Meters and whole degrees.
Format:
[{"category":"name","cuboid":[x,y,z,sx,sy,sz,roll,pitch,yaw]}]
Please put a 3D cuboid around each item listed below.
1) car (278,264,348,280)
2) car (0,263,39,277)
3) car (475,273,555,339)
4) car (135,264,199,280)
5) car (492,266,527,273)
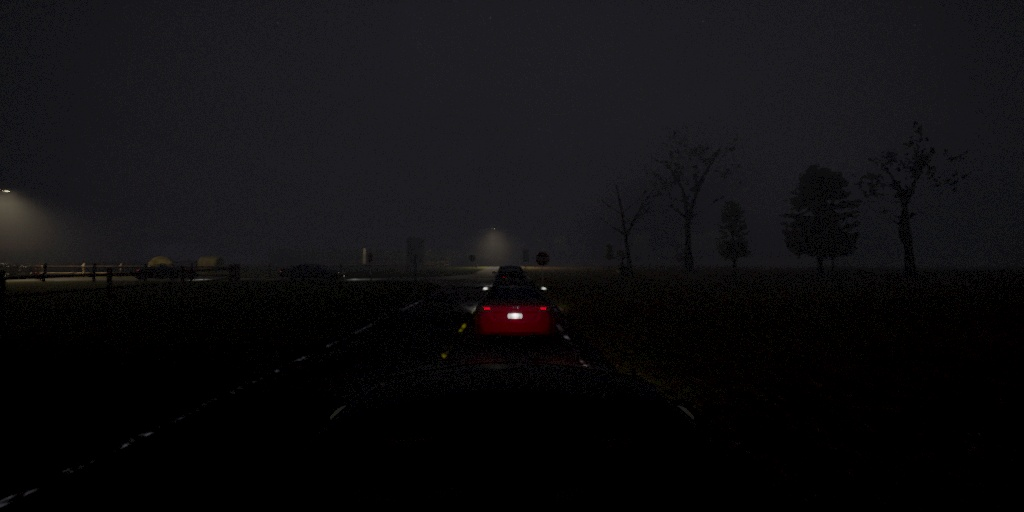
[{"category":"car","cuboid":[-17.563,1.392,31.749,5.357,1.411,2.033,0,-1,-1]},{"category":"car","cuboid":[-47.120,1.366,33.170,4.892,1.490,1.837,0,-1,-4]},{"category":"car","cuboid":[0.077,1.351,10.218,1.994,1.385,4.181,0,0,0]},{"category":"car","cuboid":[-30.017,1.392,31.321,4.181,1.385,1.994,0,-1,-3]},{"category":"car","cuboid":[-0.134,1.343,21.950,1.837,1.490,4.892,0,0,-3]}]
